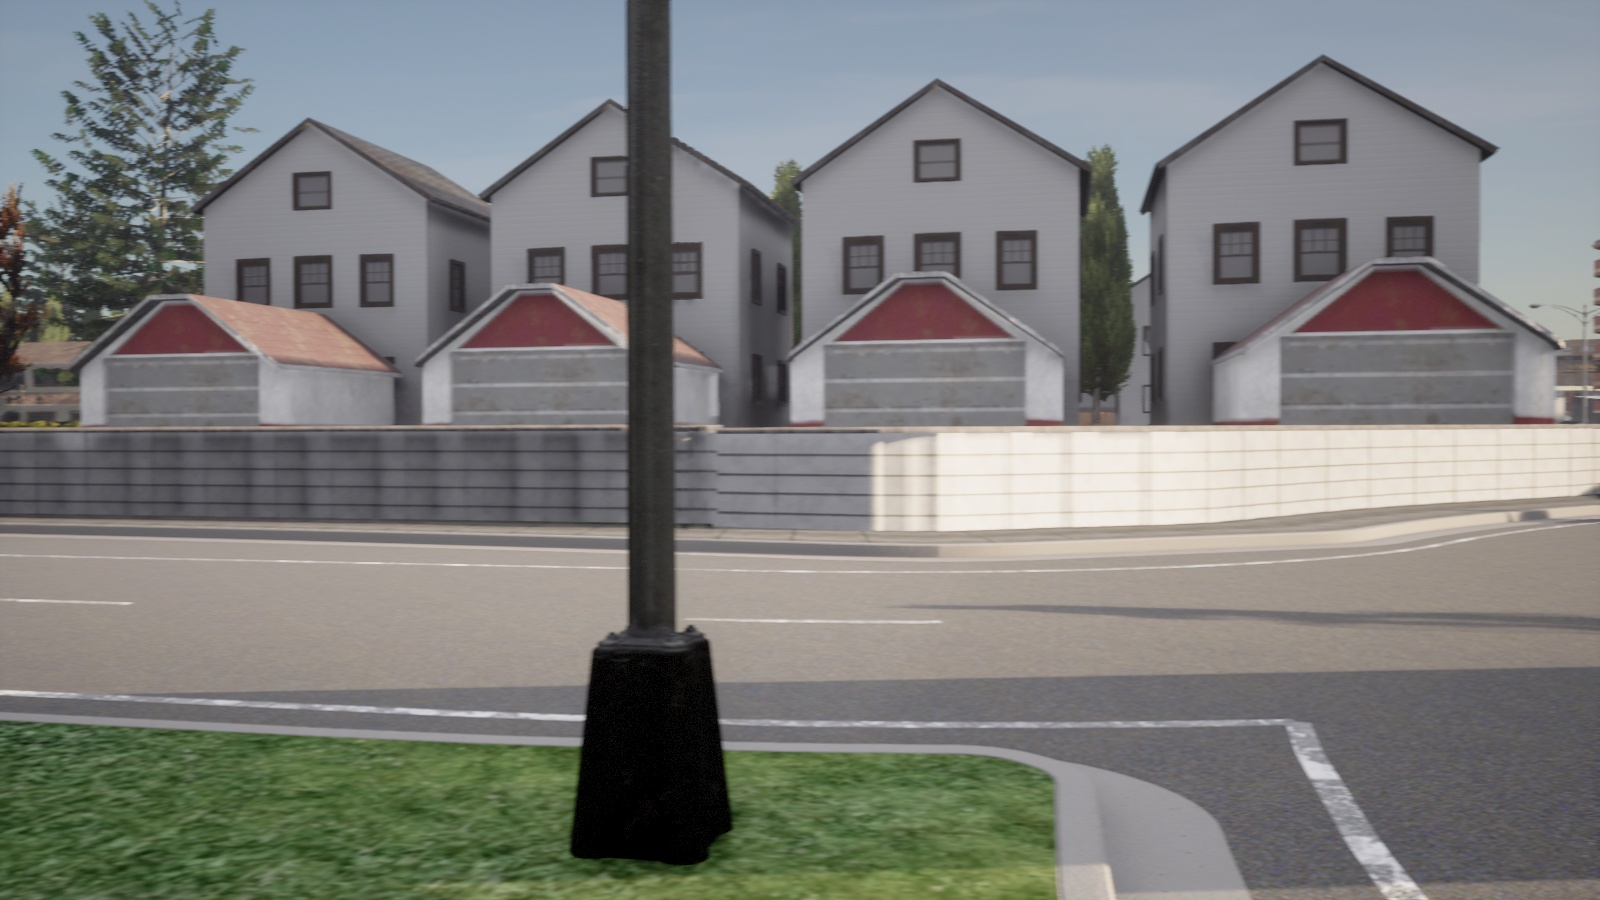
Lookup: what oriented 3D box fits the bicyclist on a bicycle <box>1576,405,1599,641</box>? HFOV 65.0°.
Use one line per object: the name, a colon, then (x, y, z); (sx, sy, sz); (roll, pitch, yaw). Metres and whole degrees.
bicyclist on a bicycle: (6.907, 0.549, 9.661); (1.843, 1.776, 0.659); (0, 0, -23)
